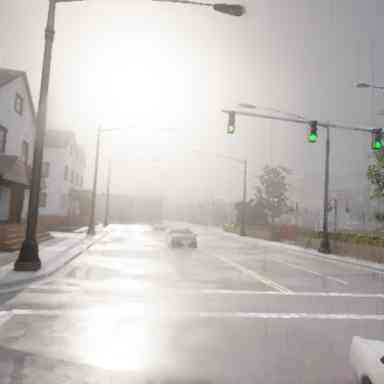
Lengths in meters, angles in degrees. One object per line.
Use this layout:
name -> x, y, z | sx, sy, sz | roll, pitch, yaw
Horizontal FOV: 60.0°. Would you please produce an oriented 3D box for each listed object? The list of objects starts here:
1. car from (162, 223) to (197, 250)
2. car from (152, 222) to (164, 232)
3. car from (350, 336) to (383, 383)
car -> -0.804, 3.393, 24.725 | 2.128, 1.511, 4.902 | 4, -4, -9
car -> -4.782, 5.009, 48.265 | 2.033, 1.411, 5.357 | 4, -4, -9
car -> 2.548, 1.958, 2.063 | 1.895, 1.301, 4.718 | 3, -5, 12
